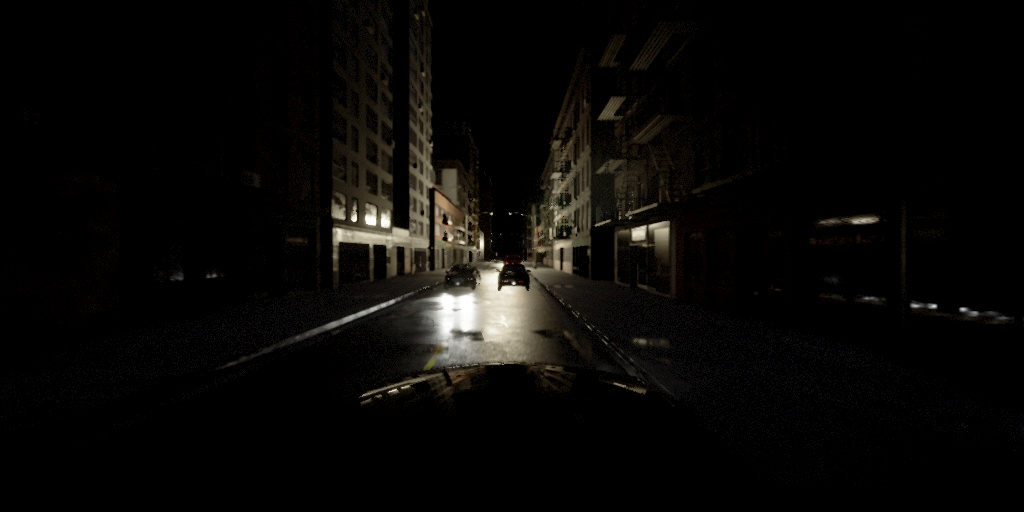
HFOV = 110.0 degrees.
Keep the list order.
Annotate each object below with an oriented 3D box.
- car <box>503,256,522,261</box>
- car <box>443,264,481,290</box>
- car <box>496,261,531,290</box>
[{"bbox_3d":[0.099,0.961,43.877,2.150,2.045,5.566,0,0,0],"label":"car"},{"bbox_3d":[-3.001,1.270,22.322,2.128,1.511,4.902,0,0,0],"label":"car"},{"bbox_3d":[0.100,1.253,22.333,1.837,1.490,4.892,0,0,0],"label":"car"}]
